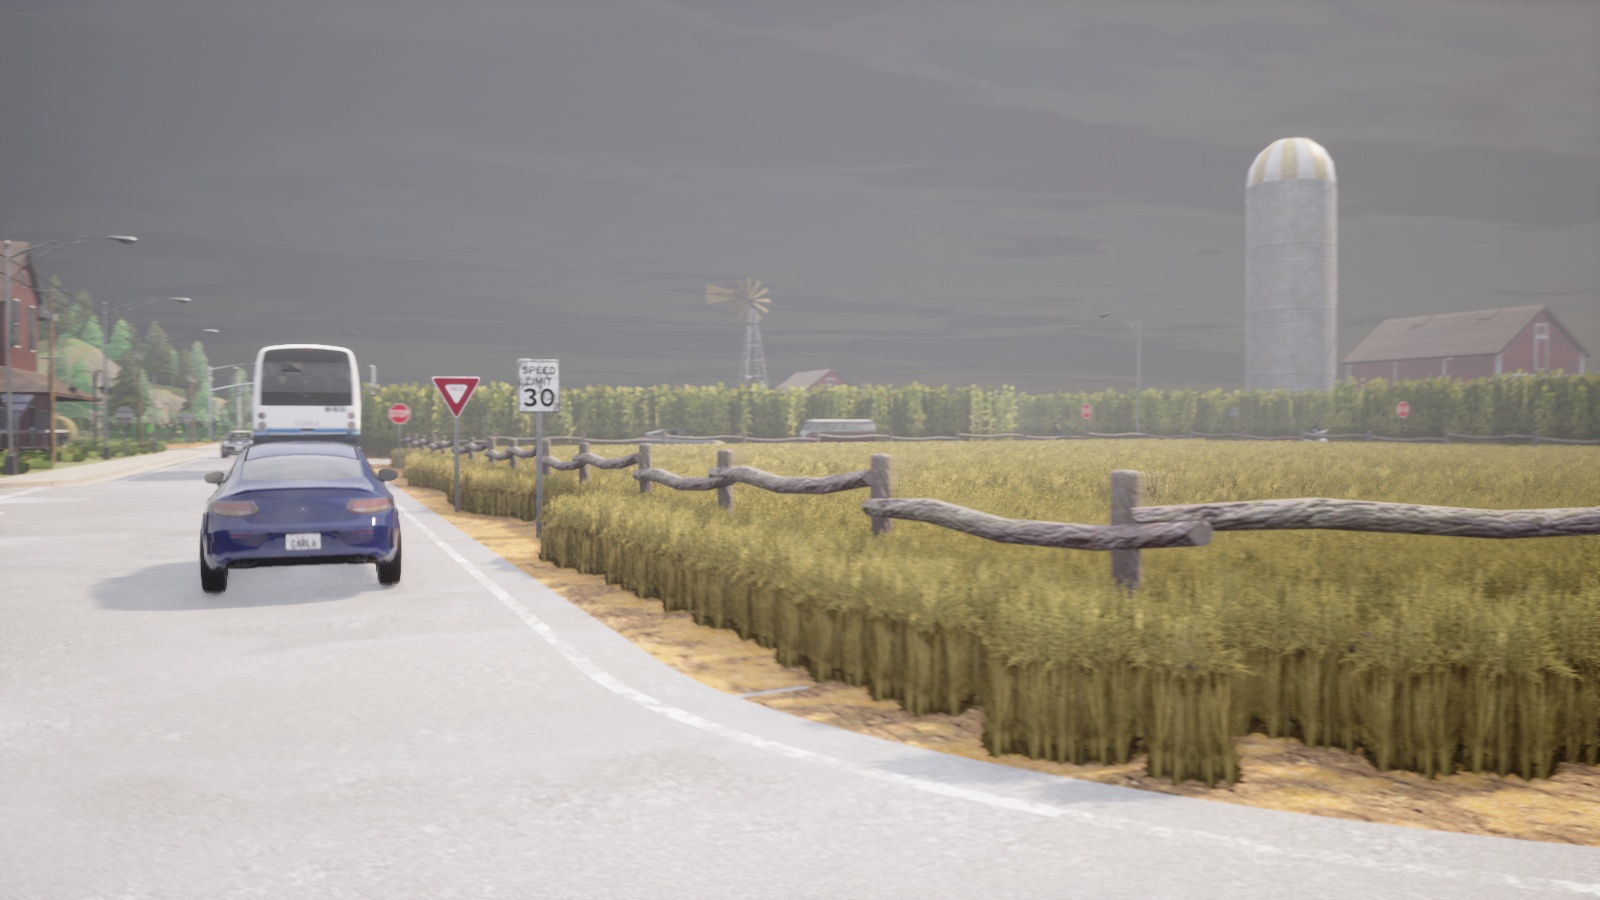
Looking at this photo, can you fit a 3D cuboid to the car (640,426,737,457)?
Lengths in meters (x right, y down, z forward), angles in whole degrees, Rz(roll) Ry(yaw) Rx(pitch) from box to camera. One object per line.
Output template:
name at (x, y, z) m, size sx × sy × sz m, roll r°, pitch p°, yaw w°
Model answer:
car at (-5.673, -0.470, 63.659) m, size 4.514 × 1.525 × 2.007 m, roll 0°, pitch 1°, yaw -21°

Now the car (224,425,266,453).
car at (-30.516, -0.637, 69.132) m, size 1.970 × 1.475 × 3.806 m, roll 0°, pitch 1°, yaw -21°

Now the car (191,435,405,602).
car at (-5.414, 0.580, 13.678) m, size 1.812 × 1.442 × 4.674 m, roll 0°, pitch 1°, yaw -21°

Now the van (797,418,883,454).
van at (2.210, -0.787, 69.983) m, size 4.442 × 1.987 × 1.775 m, roll 0°, pitch 1°, yaw -21°

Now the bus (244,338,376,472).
bus at (-17.629, -1.477, 45.366) m, size 3.944 × 4.253 × 10.273 m, roll 0°, pitch 1°, yaw -21°
